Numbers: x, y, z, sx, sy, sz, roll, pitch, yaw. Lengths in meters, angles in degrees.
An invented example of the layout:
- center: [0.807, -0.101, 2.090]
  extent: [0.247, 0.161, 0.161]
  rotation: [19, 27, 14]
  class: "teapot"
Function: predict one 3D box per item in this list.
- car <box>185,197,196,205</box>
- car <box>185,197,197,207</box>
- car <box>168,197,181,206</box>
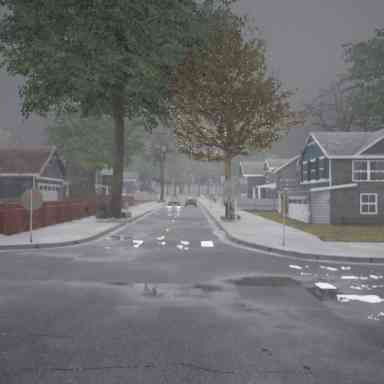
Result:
- center: [-0.248, 1.628, 62.251]
  extent: [2.033, 1.411, 5.357]
  rotation: [0, 0, 0]
  class: "car"
- center: [-0.206, 1.573, 51.829]
  extent: [1.837, 1.490, 4.892]
  rotation: [0, 0, 0]
  class: "car"
- center: [-2.975, 1.579, 56.408]
  extent: [1.837, 1.490, 4.892]
  rotation: [0, 0, 0]
  class: "car"
